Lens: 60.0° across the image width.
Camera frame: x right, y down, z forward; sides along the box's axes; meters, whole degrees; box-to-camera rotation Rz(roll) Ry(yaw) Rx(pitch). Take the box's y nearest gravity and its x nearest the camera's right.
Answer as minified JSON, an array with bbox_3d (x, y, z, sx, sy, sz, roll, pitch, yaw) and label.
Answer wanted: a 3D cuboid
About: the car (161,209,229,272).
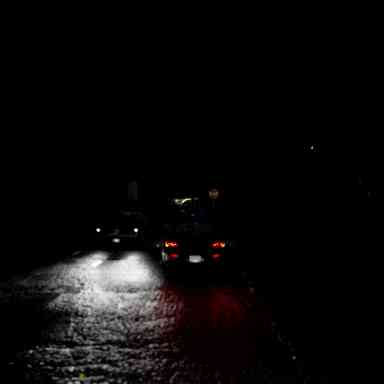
[{"bbox_3d":[0.084,1.472,10.490,1.812,1.442,4.674,0,0,0],"label":"car"}]

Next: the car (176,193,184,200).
[{"bbox_3d":[-2.801,1.020,79.358,1.882,1.535,5.008,0,0,0],"label":"car"}]

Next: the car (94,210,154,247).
[{"bbox_3d":[-2.851,1.525,14.815,1.895,1.301,4.718,0,0,0],"label":"car"}]

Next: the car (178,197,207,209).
[{"bbox_3d":[0.069,1.356,23.464,1.882,1.535,5.008,0,0,0],"label":"car"}]
